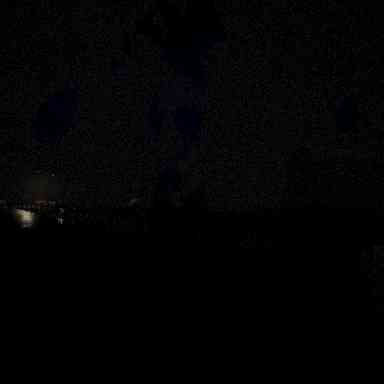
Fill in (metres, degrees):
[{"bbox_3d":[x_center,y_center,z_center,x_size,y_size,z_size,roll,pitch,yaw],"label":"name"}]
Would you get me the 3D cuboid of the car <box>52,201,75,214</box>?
[{"bbox_3d":[-15.593,1.931,40.294,1.837,1.490,4.892,0,0,-34],"label":"car"}]
